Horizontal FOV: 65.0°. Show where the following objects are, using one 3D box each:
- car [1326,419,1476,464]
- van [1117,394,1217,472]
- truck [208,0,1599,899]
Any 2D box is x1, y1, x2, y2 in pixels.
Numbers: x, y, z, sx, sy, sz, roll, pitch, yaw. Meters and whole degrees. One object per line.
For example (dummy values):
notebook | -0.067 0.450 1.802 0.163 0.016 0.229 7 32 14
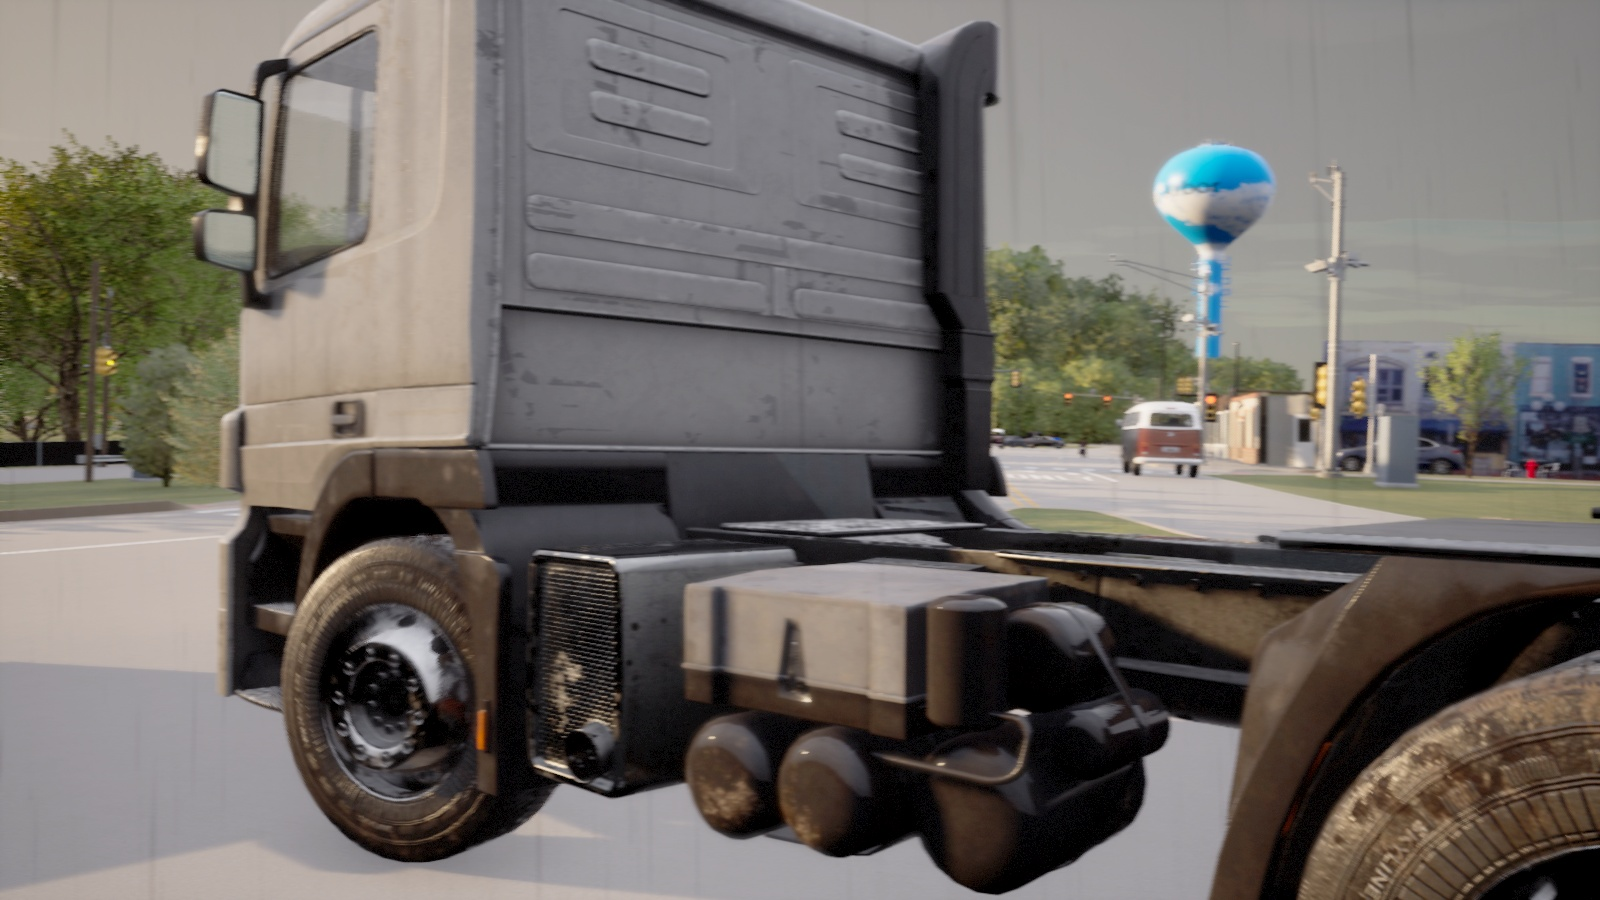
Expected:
car | 23.871 -0.331 50.072 5.027 1.651 2.152 1 0 12
van | 10.273 -0.496 35.430 2.069 2.038 4.480 1 1 8
truck | 1.196 -0.281 3.706 2.891 3.462 7.936 0 0 -44
